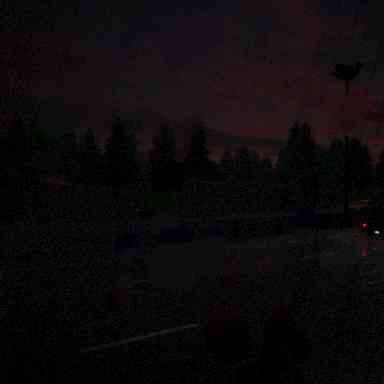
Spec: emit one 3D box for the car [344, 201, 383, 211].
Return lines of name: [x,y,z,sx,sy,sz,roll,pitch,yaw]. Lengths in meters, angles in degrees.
car: [18.247,1.631,35.321,5.008,1.535,1.882,-1,-1,-31]

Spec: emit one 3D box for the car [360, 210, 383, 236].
car: [11.900,1.877,19.121,4.718,1.301,1.895,0,-1,-31]
